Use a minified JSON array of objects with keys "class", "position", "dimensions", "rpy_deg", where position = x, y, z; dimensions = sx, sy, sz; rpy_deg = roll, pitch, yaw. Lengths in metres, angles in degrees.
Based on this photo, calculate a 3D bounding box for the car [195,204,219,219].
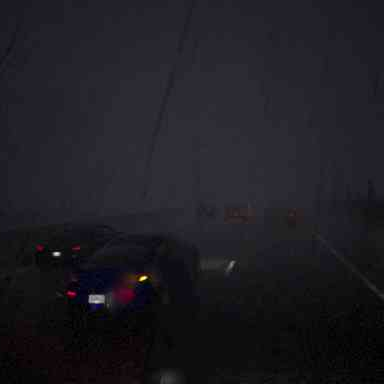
[{"class":"car","position":[1.644,2.014,34.621],"dimensions":[2.128,1.511,4.902],"rpy_deg":[-3,-3,13]}]

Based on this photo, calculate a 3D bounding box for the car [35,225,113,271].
[{"class":"car","position":[-3.695,1.882,12.187],"dimensions":[1.994,1.385,4.181],"rpy_deg":[-3,-1,13]}]

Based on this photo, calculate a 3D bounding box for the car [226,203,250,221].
[{"class":"car","position":[4.259,1.749,30.522],"dimensions":[1.882,1.535,5.008],"rpy_deg":[-3,-2,13]}]

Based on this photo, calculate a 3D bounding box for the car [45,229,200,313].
[{"class":"car","position":[-1.107,1.678,7.959],"dimensions":[1.812,1.442,4.674],"rpy_deg":[-3,-1,13]}]

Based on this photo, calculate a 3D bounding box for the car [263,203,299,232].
[{"class":"car","position":[5.419,1.532,20.319],"dimensions":[2.128,1.511,4.902],"rpy_deg":[-3,-1,14]}]

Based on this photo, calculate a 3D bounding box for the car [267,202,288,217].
[{"class":"car","position":[9.198,1.902,36.121],"dimensions":[2.033,1.411,5.357],"rpy_deg":[-3,-3,13]}]
